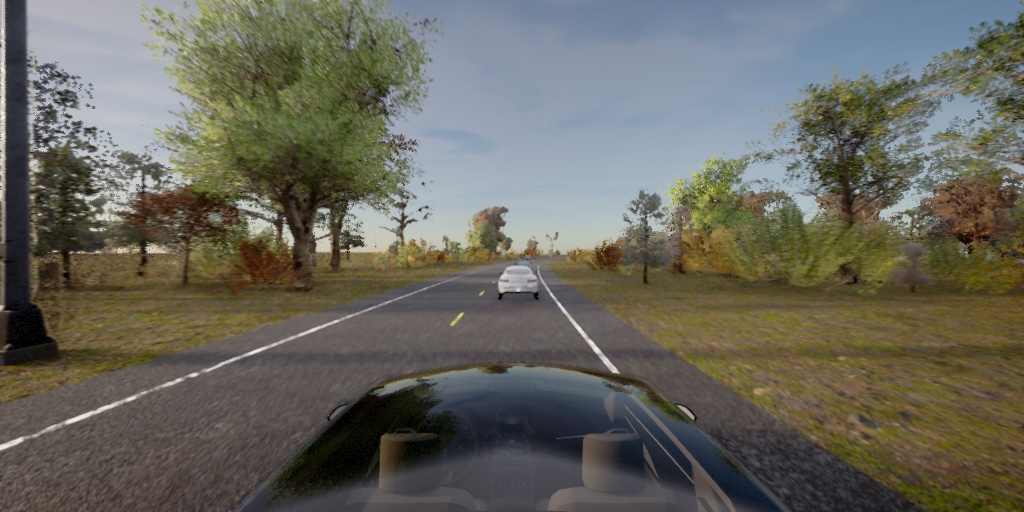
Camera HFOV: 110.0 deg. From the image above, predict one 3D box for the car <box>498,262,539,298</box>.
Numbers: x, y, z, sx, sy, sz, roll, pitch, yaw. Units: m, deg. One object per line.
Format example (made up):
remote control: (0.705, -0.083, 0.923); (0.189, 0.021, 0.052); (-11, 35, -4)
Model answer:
car: (0.313, 1.181, 17.473); (1.812, 1.442, 4.674); (0, 0, 1)

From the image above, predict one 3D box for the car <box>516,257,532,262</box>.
car: (1.084, 1.064, 36.126); (1.812, 1.442, 4.674); (0, 0, 3)
